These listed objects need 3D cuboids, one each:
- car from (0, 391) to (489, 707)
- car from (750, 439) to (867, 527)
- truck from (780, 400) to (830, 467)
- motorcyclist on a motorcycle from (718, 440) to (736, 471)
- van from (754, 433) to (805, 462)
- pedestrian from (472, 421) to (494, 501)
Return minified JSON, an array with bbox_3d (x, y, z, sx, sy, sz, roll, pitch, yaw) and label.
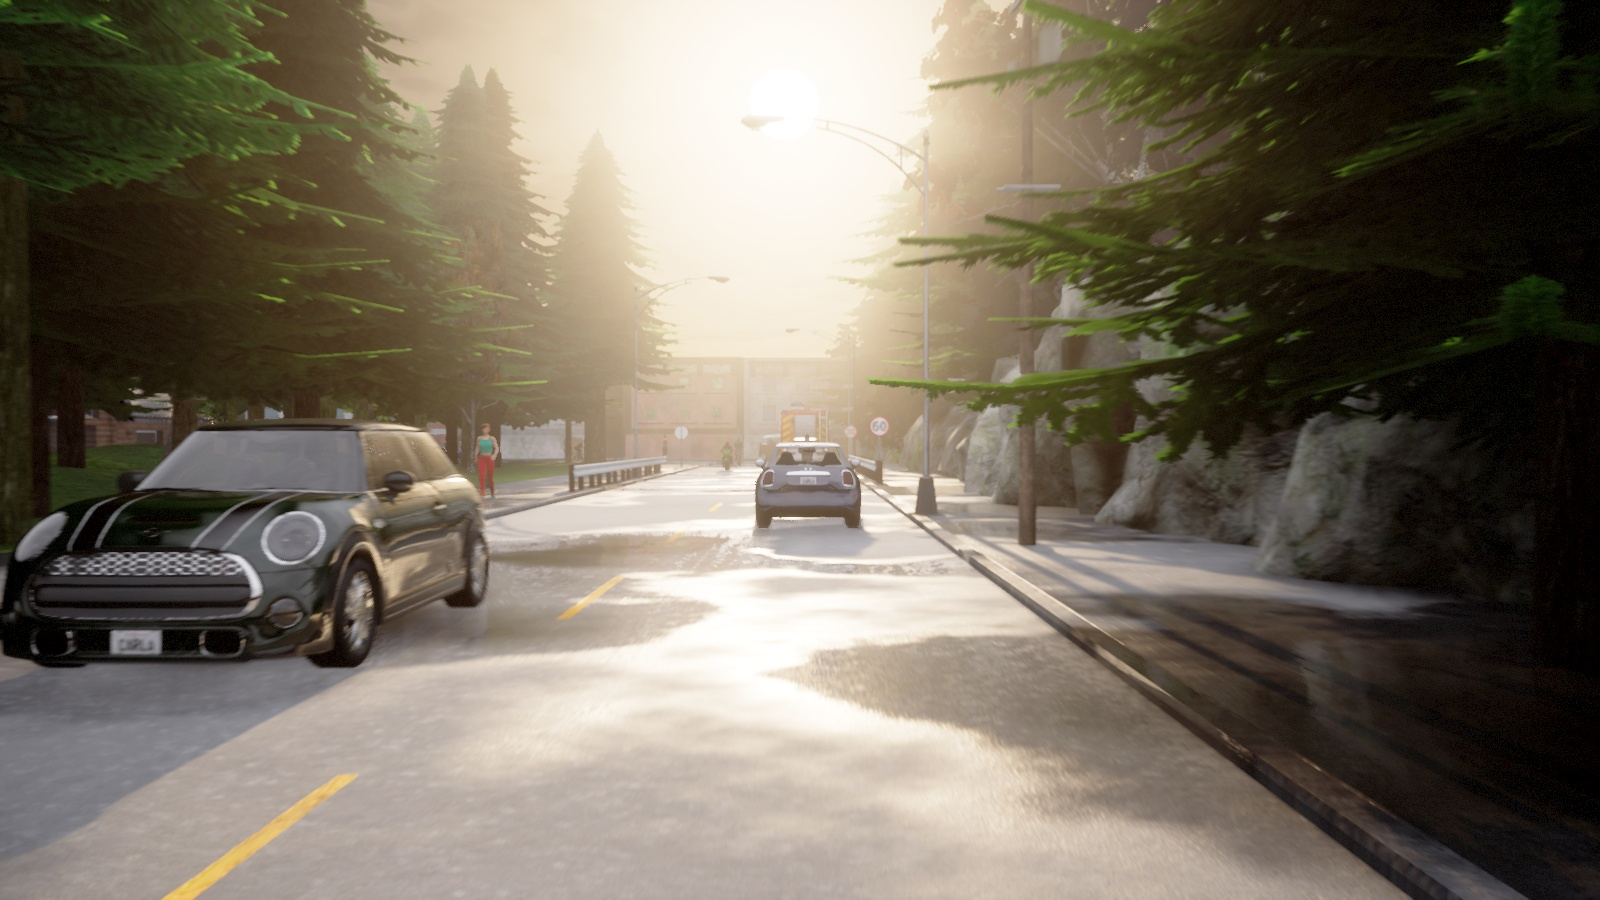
[{"bbox_3d":[-3.932,0.535,9.312,2.097,1.767,4.553,0,0,0],"label":"car"},{"bbox_3d":[0.146,0.548,23.046,1.970,1.475,3.806,0,0,0],"label":"car"},{"bbox_3d":[0.289,-0.959,76.194,2.891,3.827,8.468,0,0,0],"label":"truck"},{"bbox_3d":[-3.728,0.271,63.867,0.797,1.523,2.044,0,1,0],"label":"motorcyclist on a motorcycle"},{"bbox_3d":[-1.489,-0.169,90.121,2.069,2.038,4.480,0,0,-24],"label":"van"},{"bbox_3d":[-7.370,0.243,29.209,0.345,1.836,0.594,0,0,2],"label":"pedestrian"}]
